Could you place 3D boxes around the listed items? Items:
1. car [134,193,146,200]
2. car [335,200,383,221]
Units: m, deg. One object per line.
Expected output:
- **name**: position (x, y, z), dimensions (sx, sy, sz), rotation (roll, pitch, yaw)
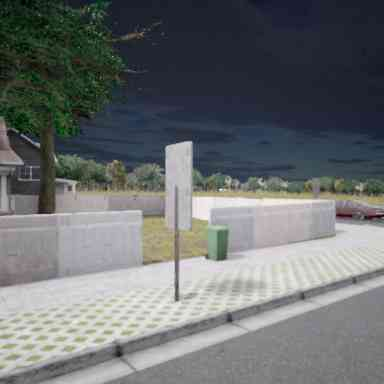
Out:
- **car**: position (-7.983, 0.864, 50.494), dimensions (1.994, 1.385, 4.181), rotation (0, 1, -35)
- **car**: position (11.261, 1.273, 24.308), dimensions (2.033, 1.411, 5.357), rotation (0, 1, -40)
